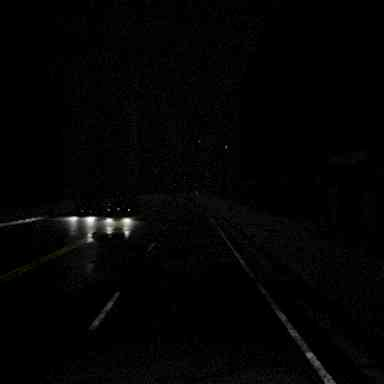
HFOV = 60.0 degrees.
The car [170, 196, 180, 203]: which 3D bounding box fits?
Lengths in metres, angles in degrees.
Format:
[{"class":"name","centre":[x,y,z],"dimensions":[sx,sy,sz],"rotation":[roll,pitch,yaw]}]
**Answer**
[{"class":"car","centre":[-3.388,1.497,66.589],"dimensions":[2.033,1.411,5.357],"rotation":[0,0,0]}]

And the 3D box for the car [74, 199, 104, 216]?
[{"class":"car","centre":[-9.818,1.489,32.182],"dimensions":[1.837,1.490,4.892],"rotation":[0,0,0]}]

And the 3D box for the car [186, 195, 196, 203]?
[{"class":"car","centre":[-0.138,1.412,66.596],"dimensions":[1.882,1.535,5.008],"rotation":[0,0,0]}]

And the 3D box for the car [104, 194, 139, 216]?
[{"class":"car","centre":[-6.567,1.179,32.394],"dimensions":[2.150,2.045,5.566],"rotation":[0,0,0]}]
